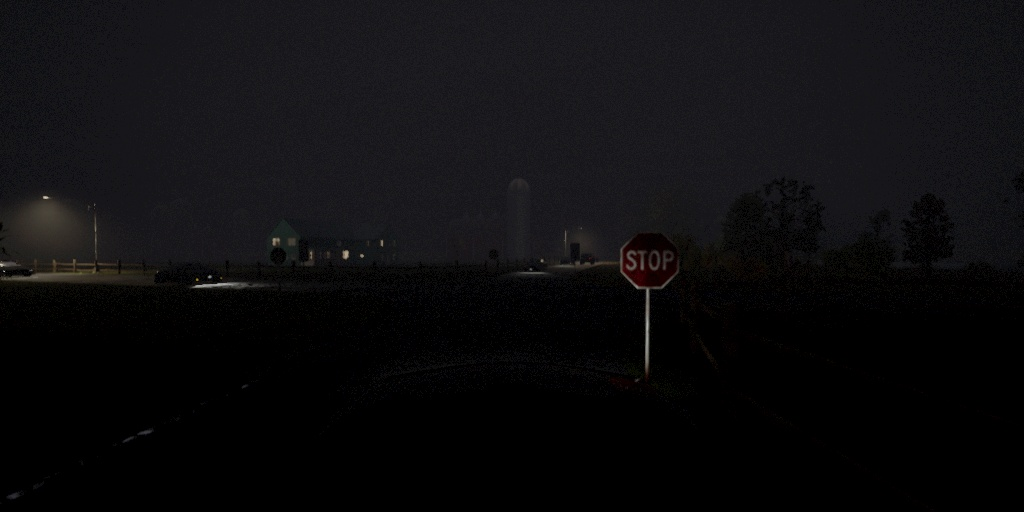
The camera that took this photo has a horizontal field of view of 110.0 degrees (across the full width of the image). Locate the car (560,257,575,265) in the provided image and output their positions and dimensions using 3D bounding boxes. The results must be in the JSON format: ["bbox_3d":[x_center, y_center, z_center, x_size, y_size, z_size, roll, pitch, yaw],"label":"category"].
[{"bbox_3d":[9.473,0.844,60.891,2.033,1.411,5.357,0,0,19],"label":"car"}]

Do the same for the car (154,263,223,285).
[{"bbox_3d":[-21.850,1.185,24.250,4.181,1.385,1.994,0,1,17],"label":"car"}]

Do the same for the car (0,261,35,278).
[{"bbox_3d":[-44.632,1.176,31.464,5.357,1.411,2.033,0,1,18],"label":"car"}]

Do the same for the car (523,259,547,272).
[{"bbox_3d":[2.707,0.999,40.109,2.033,1.411,5.357,0,0,16],"label":"car"}]
